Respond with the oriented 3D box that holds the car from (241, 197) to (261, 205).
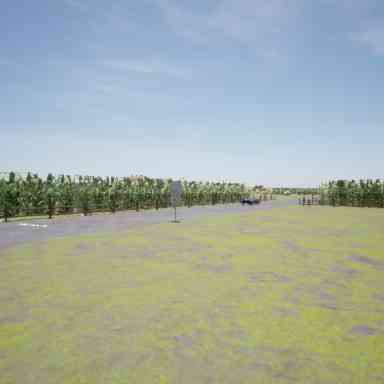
[{"bbox_3d":[10.115,1.573,56.885,1.895,1.301,4.718,0,0,31],"label":"car"}]
